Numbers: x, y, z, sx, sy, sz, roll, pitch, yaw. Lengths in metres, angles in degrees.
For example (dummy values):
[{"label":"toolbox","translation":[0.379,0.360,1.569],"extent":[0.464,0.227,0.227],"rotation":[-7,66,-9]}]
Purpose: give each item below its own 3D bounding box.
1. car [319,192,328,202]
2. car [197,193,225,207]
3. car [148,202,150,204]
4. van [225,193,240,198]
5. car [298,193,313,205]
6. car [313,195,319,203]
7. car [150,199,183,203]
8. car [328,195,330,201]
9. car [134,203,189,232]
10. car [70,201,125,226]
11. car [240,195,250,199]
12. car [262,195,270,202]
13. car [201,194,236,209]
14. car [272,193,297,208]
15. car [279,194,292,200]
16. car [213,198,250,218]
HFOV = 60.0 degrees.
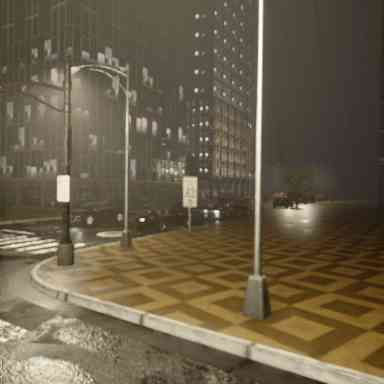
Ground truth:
[{"label":"car","translation":[26.614,1.319,69.485],"extent":[1.802,1.307,4.206],"rotation":[1,1,30]},{"label":"car","translation":[2.259,1.230,44.230],"extent":[1.967,1.590,4.097],"rotation":[1,1,30]},{"label":"car","translation":[-3.423,1.417,34.452],"extent":[1.947,1.339,4.313],"rotation":[1,1,30]},{"label":"van","translation":[5.100,1.101,49.119],"extent":[1.690,1.788,3.998],"rotation":[1,1,30]},{"label":"car","translation":[18.186,1.353,54.971],"extent":[1.752,1.417,4.829],"rotation":[1,1,30]},{"label":"car","translation":[20.939,1.238,59.709],"extent":[1.967,1.590,4.097],"rotation":[1,1,30]},{"label":"car","translation":[-1.761,1.462,32.179],"extent":[1.994,1.385,4.181],"rotation":[1,1,30]},{"label":"car","translation":[29.456,1.022,74.367],"extent":[2.192,1.841,5.009],"rotation":[1,1,30]},{"label":"car","translation":[-1.767,1.609,20.619],"extent":[1.947,1.339,4.313],"rotation":[1,1,30]},{"label":"car","translation":[-6.750,1.456,23.578],"extent":[1.837,1.490,4.892],"rotation":[1,1,30]},{"label":"car","translation":[7.939,1.169,54.010],"extent":[1.967,1.590,4.097],"rotation":[1,1,30]},{"label":"car","translation":[13.618,1.212,63.792],"extent":[1.887,1.381,4.507],"rotation":[1,1,30]},{"label":"car","translation":[3.335,1.369,40.932],"extent":[1.812,1.442,4.674],"rotation":[1,1,31]},{"label":"car","translation":[12.425,1.330,45.050],"extent":[1.967,1.590,4.097],"rotation":[1,1,30]},{"label":"car","translation":[22.138,1.127,78.462],"extent":[2.008,1.369,4.403],"rotation":[1,1,30]},{"label":"car","translation":[3.909,1.564,30.393],"extent":[1.802,1.307,4.206],"rotation":[1,1,30]}]
